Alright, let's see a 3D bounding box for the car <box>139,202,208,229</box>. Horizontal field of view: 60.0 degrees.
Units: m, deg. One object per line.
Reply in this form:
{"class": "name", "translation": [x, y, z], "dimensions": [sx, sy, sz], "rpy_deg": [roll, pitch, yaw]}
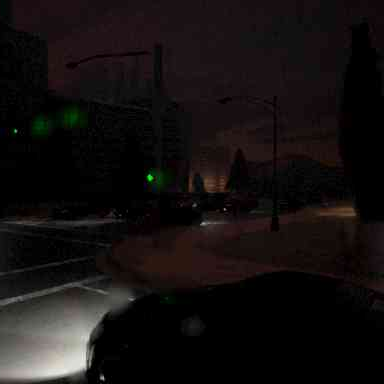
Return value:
{"class": "car", "translation": [-1.088, 1.564, 21.679], "dimensions": [1.994, 1.385, 4.181], "rpy_deg": [0, 0, 36]}

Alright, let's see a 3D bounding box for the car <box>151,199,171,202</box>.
{"class": "car", "translation": [-3.878, 1.505, 36.039], "dimensions": [1.837, 1.490, 4.892], "rpy_deg": [0, 0, 36]}

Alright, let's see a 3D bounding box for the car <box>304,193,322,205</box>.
{"class": "car", "translation": [21.546, 1.491, 58.777], "dimensions": [2.128, 1.511, 4.902], "rpy_deg": [0, 0, 36]}

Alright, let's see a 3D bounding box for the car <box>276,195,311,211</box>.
{"class": "car", "translation": [12.202, 1.491, 39.965], "dimensions": [2.128, 1.511, 4.902], "rpy_deg": [0, 0, 36]}

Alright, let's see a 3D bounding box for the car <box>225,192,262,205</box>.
{"class": "car", "translation": [7.028, 1.221, 45.078], "dimensions": [2.150, 2.045, 5.566], "rpy_deg": [0, 0, 36]}

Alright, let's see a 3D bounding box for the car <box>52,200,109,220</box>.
{"class": "car", "translation": [-9.402, 1.478, 28.456], "dimensions": [1.882, 1.535, 5.008], "rpy_deg": [0, 0, 36]}

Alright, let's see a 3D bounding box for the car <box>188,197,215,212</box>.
{"class": "car", "translation": [0.723, 1.352, 36.422], "dimensions": [2.097, 1.767, 4.553], "rpy_deg": [0, 0, 36]}

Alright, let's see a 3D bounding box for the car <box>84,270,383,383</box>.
{"class": "car", "translation": [0.820, 1.564, 3.416], "dimensions": [4.181, 1.385, 1.994], "rpy_deg": [0, 0, 35]}

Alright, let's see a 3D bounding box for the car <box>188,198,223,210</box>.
{"class": "car", "translation": [1.865, 1.547, 43.938], "dimensions": [2.033, 1.411, 5.357], "rpy_deg": [0, 0, 36]}

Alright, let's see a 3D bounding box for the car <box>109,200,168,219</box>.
{"class": "car", "translation": [-4.599, 1.601, 29.096], "dimensions": [1.895, 1.301, 4.718], "rpy_deg": [0, 0, 36]}

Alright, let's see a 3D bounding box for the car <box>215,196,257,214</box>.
{"class": "car", "translation": [4.757, 1.505, 35.675], "dimensions": [1.837, 1.490, 4.892], "rpy_deg": [0, 0, 36]}
